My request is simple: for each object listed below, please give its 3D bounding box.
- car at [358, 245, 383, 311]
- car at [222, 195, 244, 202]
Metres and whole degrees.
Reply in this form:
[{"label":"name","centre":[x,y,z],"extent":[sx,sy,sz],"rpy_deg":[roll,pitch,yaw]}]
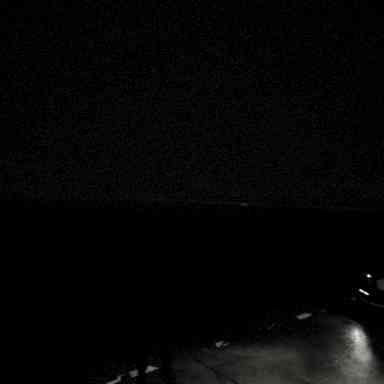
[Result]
[{"label":"car","centre":[5.357,1.525,6.872],"extent":[4.902,1.511,2.128],"rpy_deg":[0,0,-35]},{"label":"car","centre":[8.510,1.336,69.264],"extent":[2.033,1.411,5.357],"rpy_deg":[-1,1,-35]}]
